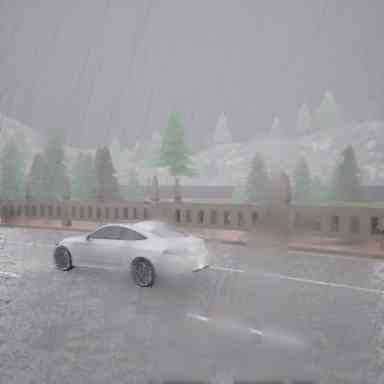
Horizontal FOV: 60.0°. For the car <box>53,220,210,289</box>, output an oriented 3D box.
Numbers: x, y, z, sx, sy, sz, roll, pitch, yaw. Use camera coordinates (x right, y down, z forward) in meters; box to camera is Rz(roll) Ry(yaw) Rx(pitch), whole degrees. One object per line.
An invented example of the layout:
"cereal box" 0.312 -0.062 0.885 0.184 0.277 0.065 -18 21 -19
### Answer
"car" -1.741 1.485 9.026 4.674 1.442 1.812 0 0 32
